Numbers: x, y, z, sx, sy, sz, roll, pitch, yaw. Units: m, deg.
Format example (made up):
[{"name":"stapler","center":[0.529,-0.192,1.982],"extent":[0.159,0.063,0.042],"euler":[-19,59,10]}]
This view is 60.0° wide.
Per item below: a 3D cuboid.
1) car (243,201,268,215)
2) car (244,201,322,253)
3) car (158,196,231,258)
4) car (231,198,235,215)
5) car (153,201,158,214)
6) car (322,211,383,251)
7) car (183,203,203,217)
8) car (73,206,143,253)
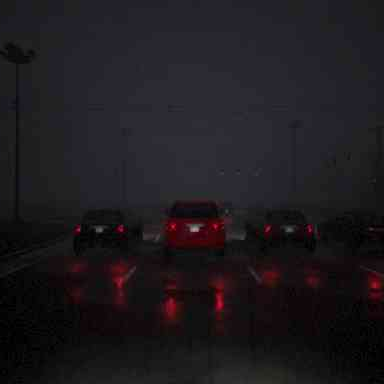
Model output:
[{"name":"car","center":[7.099,1.803,37.401],"extent":[1.994,1.385,4.181],"euler":[0,0,0]},{"name":"car","center":[3.594,1.444,14.371],"extent":[2.097,1.767,4.553],"euler":[0,0,0]},{"name":"car","center":[0.094,1.308,13.379],"extent":[2.150,2.045,5.566],"euler":[0,0,0]},{"name":"car","center":[3.599,1.741,36.952],"extent":[1.837,1.490,4.892],"euler":[0,0,0]},{"name":"car","center":[-3.401,1.724,38.418],"extent":[1.882,1.535,5.008],"euler":[0,0,0]},{"name":"car","center":[7.096,1.585,14.444],"extent":[2.128,1.511,4.902],"euler":[0,0,0]},{"name":"car","center":[0.099,1.827,35.270],"extent":[1.895,1.301,4.718],"euler":[0,0,0]},{"name":"car","center":[-3.406,1.444,14.367],"extent":[2.097,1.767,4.553],"euler":[0,0,0]}]
